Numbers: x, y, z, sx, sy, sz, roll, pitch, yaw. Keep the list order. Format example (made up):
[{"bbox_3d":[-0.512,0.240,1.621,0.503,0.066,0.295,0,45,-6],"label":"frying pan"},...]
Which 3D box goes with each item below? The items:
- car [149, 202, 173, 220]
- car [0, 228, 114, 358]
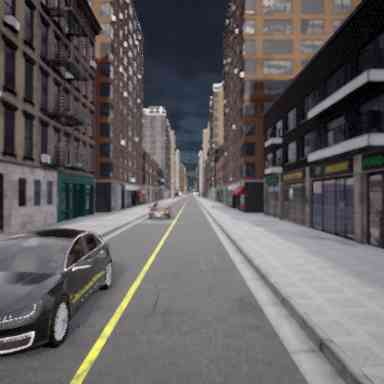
[{"bbox_3d":[-2.774,1.658,30.097,1.812,1.442,4.674,0,0,0],"label":"car"},{"bbox_3d":[-2.842,1.534,6.414,1.837,1.490,4.892,0,0,0],"label":"car"}]
